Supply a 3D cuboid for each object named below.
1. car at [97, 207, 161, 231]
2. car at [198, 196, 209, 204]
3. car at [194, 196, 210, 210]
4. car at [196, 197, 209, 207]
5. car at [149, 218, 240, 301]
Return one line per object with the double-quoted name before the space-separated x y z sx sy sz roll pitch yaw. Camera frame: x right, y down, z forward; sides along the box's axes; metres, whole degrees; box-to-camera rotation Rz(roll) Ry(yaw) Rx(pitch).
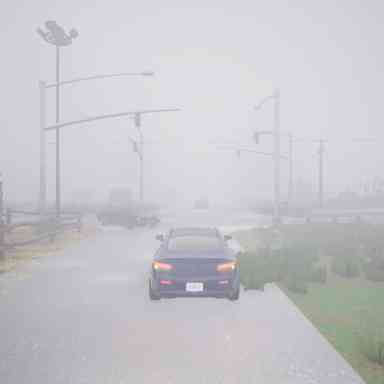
"car" -4.002 1.601 20.989 1.895 1.301 4.718 0 0 -45
"car" 2.391 1.512 65.522 2.033 1.411 5.357 0 0 3
"car" 1.272 1.512 42.890 2.033 1.411 5.357 0 0 3
"car" 1.776 1.512 53.532 2.033 1.411 5.357 0 0 3
"car" 0.049 1.526 8.230 1.812 1.442 4.674 0 0 0
